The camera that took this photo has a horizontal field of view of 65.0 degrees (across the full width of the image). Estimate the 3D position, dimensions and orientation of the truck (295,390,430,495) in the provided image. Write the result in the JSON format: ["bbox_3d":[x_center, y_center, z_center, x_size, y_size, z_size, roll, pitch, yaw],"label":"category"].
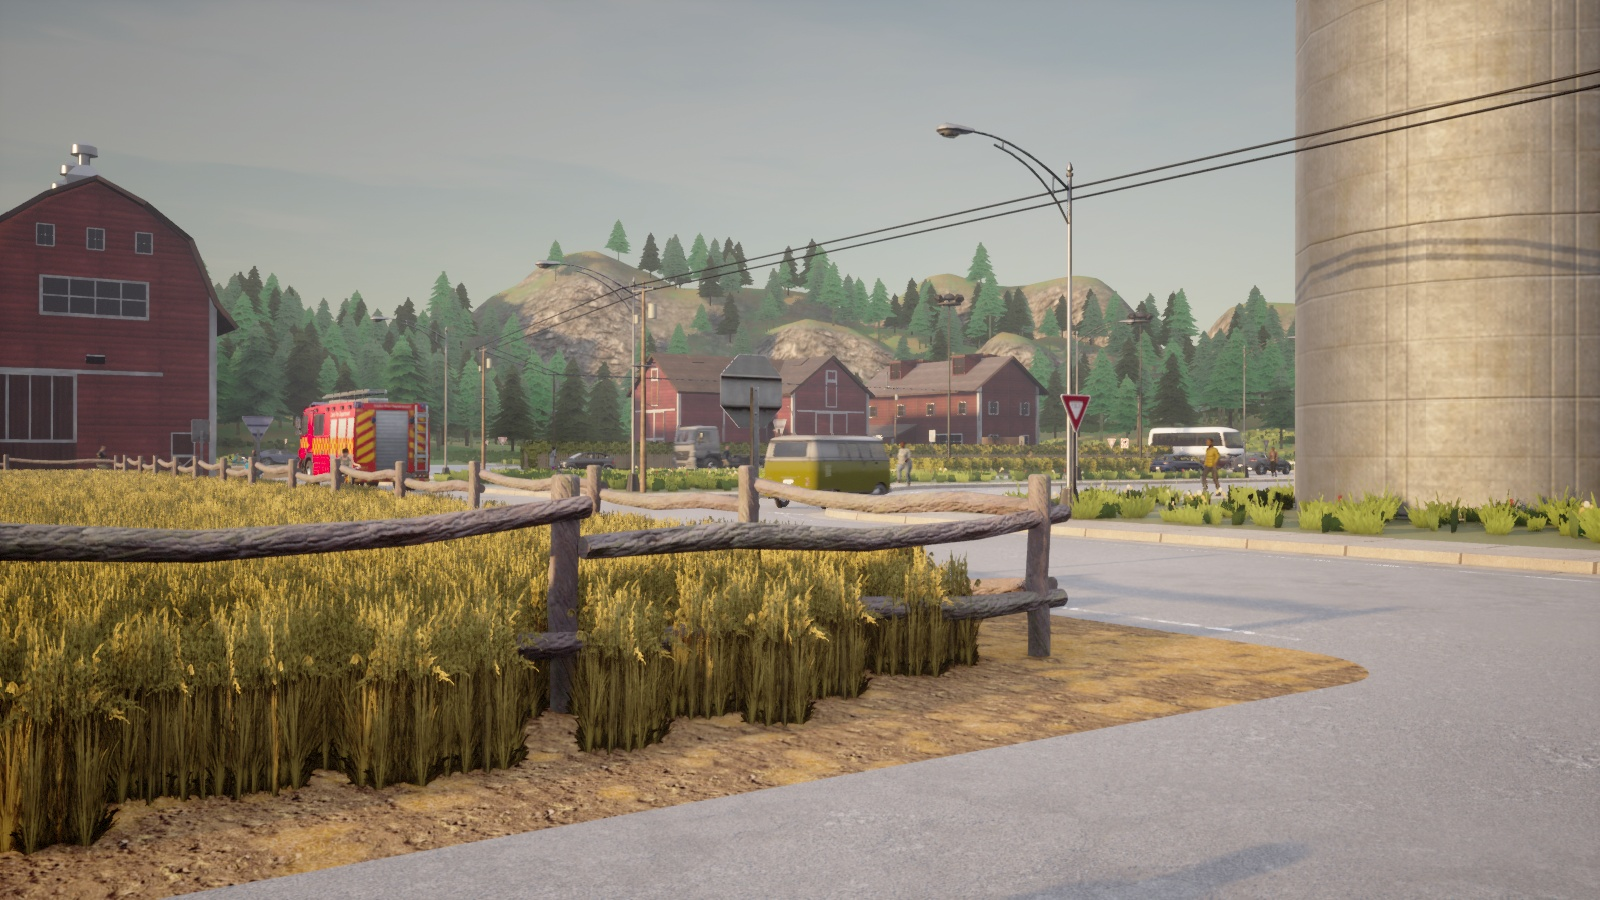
[{"bbox_3d":[-17.578,-0.260,50.033,2.891,3.827,8.468,0,0,-35],"label":"truck"}]

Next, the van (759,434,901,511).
[{"bbox_3d":[0.893,0.580,34.662,1.775,1.987,4.442,-1,0,34],"label":"van"}]

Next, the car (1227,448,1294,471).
[{"bbox_3d":[33.206,0.674,90.477,5.027,1.651,2.152,0,0,-37],"label":"car"}]

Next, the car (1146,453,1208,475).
[{"bbox_3d":[25.536,0.912,84.933,4.193,1.474,1.816,0,0,-35],"label":"car"}]

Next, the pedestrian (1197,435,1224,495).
[{"bbox_3d":[12.838,0.469,39.278,0.709,1.840,0.431,0,0,-32],"label":"pedestrian"}]

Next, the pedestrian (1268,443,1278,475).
[{"bbox_3d":[26.857,0.516,71.292,0.328,1.805,0.869,0,0,32],"label":"pedestrian"}]

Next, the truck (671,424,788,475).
[{"bbox_3d":[-4.966,-0.010,88.906,7.936,3.462,2.891,0,0,-35],"label":"truck"}]

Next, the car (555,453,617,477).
[{"bbox_3d":[-14.112,0.955,82.858,3.705,1.549,1.789,0,0,-27],"label":"car"}]

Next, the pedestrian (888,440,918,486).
[{"bbox_3d":[4.206,0.516,51.155,0.874,1.855,0.900,0,0,35],"label":"pedestrian"}]
